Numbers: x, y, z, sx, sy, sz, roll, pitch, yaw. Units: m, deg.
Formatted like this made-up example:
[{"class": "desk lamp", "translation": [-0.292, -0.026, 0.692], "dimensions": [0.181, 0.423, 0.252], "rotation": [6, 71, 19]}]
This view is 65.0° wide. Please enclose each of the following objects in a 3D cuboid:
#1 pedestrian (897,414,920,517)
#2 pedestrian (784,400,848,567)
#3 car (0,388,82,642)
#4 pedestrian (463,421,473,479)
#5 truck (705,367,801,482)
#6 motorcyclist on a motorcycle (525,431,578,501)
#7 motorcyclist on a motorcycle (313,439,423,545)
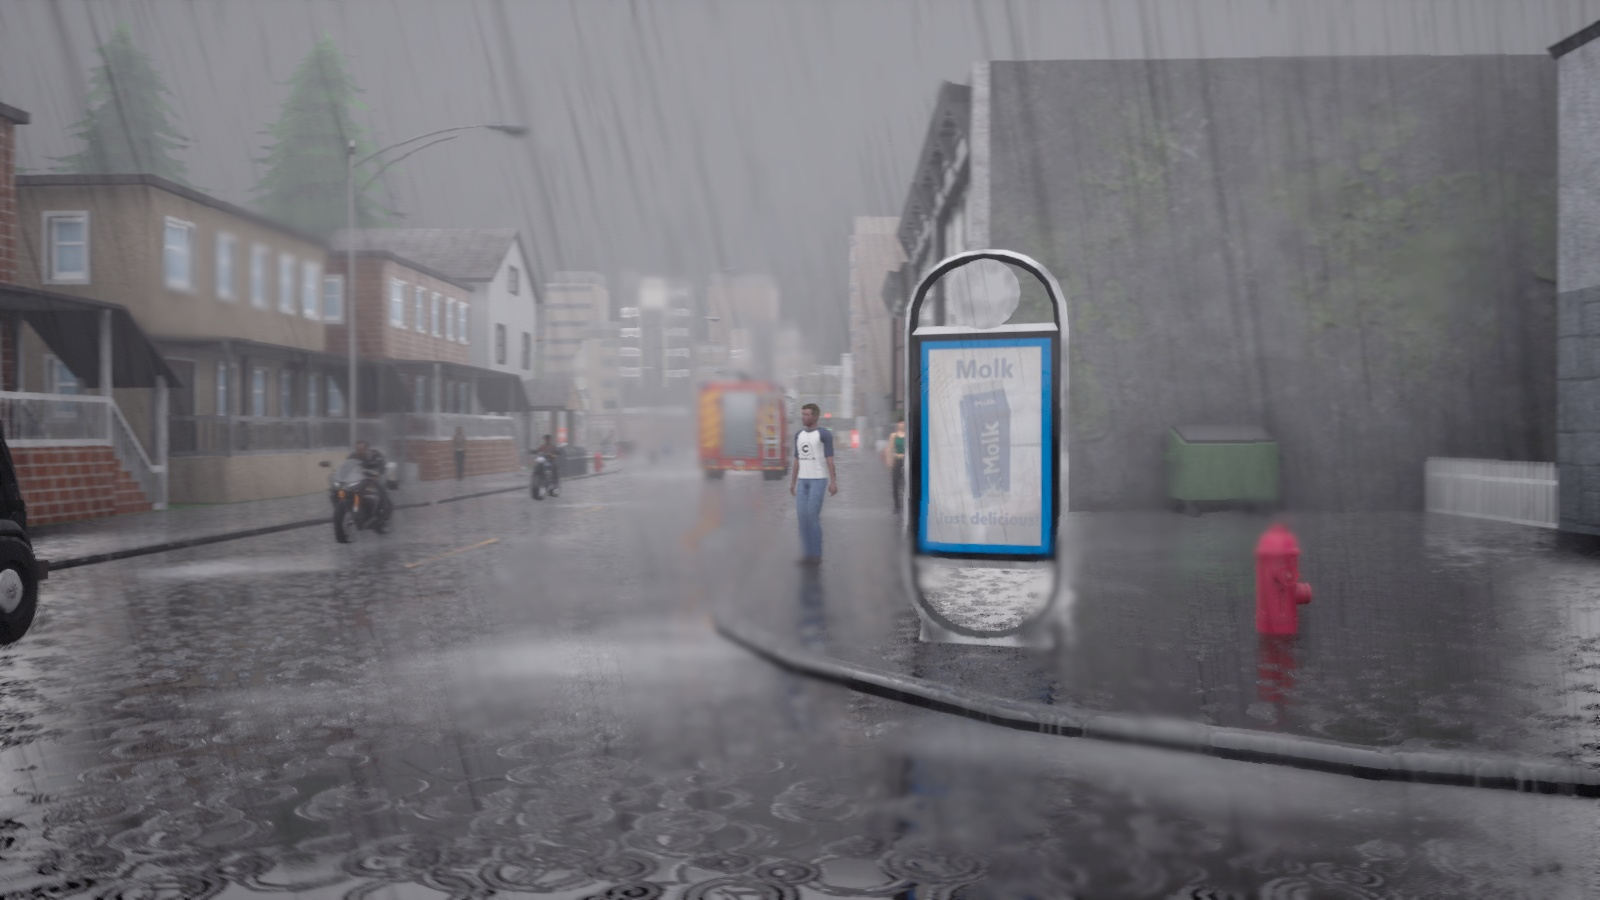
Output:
[{"class": "pedestrian", "translation": [1.954, 0.269, 22.629], "dimensions": [0.345, 1.836, 0.594], "rotation": [0, 1, 11]}, {"class": "pedestrian", "translation": [0.184, 0.365, 14.163], "dimensions": [0.354, 1.836, 0.706], "rotation": [1, 1, 39]}, {"class": "car", "translation": [-6.870, 0.488, 8.426], "dimensions": [1.905, 1.878, 3.866], "rotation": [0, 1, 0]}, {"class": "pedestrian", "translation": [-10.692, -0.011, 40.448], "dimensions": [0.331, 1.846, 0.634], "rotation": [0, 1, -14]}, {"class": "truck", "translation": [-1.567, -0.914, 46.307], "dimensions": [2.891, 3.827, 8.468], "rotation": [0, 1, 2]}, {"class": "motorcyclist on a motorcycle", "translation": [-6.129, 0.367, 31.098], "dimensions": [0.766, 1.649, 2.350], "rotation": [0, 1, 2]}, {"class": "motorcyclist on a motorcycle", "translation": [-6.563, 0.596, 19.205], "dimensions": [0.866, 1.530, 2.191], "rotation": [0, 1, 2]}]
